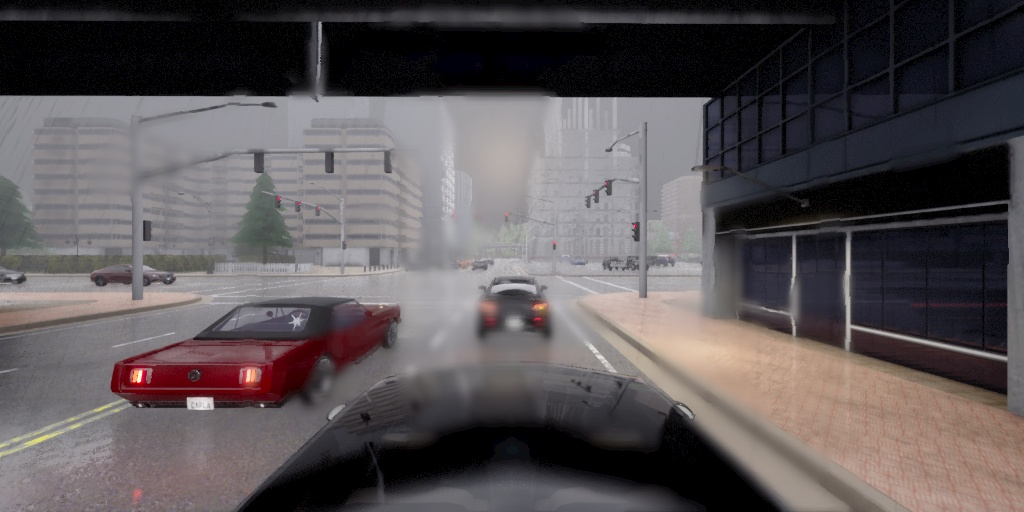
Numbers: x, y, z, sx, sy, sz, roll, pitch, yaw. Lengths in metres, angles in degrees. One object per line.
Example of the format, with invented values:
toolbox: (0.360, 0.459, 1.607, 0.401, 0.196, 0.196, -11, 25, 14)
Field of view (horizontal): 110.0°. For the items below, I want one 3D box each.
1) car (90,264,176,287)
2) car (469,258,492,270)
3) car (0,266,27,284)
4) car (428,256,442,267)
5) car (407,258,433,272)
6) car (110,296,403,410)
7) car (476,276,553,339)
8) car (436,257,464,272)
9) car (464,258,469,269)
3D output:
car: (-25.578, 1.276, 24.253, 4.674, 1.442, 1.812, 0, 0, 0)
car: (-4.465, 1.241, 51.718, 2.128, 1.511, 4.902, 0, 0, 0)
car: (-35.997, 1.241, 24.187, 4.902, 1.511, 2.128, 0, 0, 0)
car: (-11.666, 0.971, 53.929, 2.150, 2.045, 5.566, 0, 0, -1)
car: (-11.589, 1.314, 44.572, 1.994, 1.385, 4.181, 0, 0, 0)
car: (-3.441, 1.351, 6.201, 1.895, 1.301, 4.718, 0, 0, 0)
car: (0.070, 1.276, 9.967, 1.812, 1.442, 4.674, 0, 0, 0)
car: (-8.115, 1.241, 47.368, 2.128, 1.511, 4.902, 0, 0, 0)
car: (-8.183, 1.102, 56.280, 2.097, 1.767, 4.553, 0, 0, 0)
